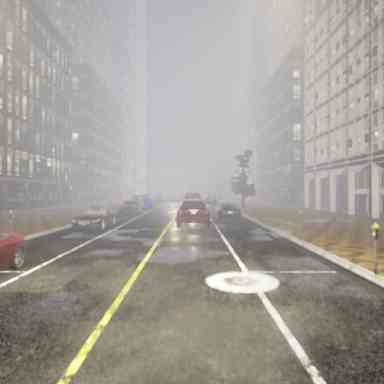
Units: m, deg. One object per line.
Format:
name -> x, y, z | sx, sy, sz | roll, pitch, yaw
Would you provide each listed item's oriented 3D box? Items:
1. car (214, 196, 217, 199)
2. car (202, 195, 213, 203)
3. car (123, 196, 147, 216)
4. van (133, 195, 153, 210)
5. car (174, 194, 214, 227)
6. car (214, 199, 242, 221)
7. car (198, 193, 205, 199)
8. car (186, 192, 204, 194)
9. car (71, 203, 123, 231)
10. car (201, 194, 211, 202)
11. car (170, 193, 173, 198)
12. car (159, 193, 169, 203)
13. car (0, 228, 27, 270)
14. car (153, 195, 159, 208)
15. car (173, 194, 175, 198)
car -> 2.678, 1.219, 48.111 | 1.967, 1.590, 4.097 | 0, 0, 0
car -> 2.673, 1.305, 59.496 | 1.802, 1.307, 4.206 | 0, 0, 0
car -> -5.698, 1.405, 31.047 | 1.887, 1.381, 4.507 | 0, 0, 0
van -> -5.699, 1.175, 36.738 | 1.690, 1.788, 3.998 | 0, 0, 0
car -> 0.092, 1.252, 22.122 | 2.097, 1.767, 4.553 | 0, 0, 0
car -> 2.684, 1.453, 25.345 | 1.947, 1.339, 4.313 | 0, 0, 0
car -> 2.663, 0.989, 93.646 | 1.967, 1.590, 4.097 | 0, 0, 0
car -> 0.085, 1.042, 40.038 | 2.150, 2.045, 5.566 | 0, 1, 0
car -> -5.695, 1.463, 19.662 | 2.008, 1.369, 4.403 | 0, 0, 0
car -> 2.671, 1.219, 65.358 | 1.752, 1.417, 4.829 | 0, 0, 0
car -> -5.711, 1.231, 70.892 | 1.947, 1.339, 4.313 | 0, 0, 0
car -> -5.707, 1.163, 59.506 | 1.967, 1.590, 4.097 | 0, 0, 0
car -> -5.690, 1.546, 8.277 | 1.802, 1.307, 4.206 | 0, 0, 0
car -> -5.702, 1.389, 42.432 | 1.802, 1.307, 4.206 | 0, 0, 0
car -> -5.718, 1.075, 93.489 | 1.752, 1.417, 4.829 | 0, 0, 0
